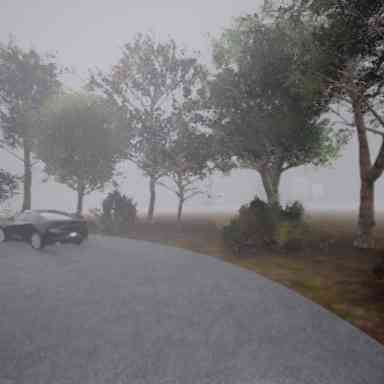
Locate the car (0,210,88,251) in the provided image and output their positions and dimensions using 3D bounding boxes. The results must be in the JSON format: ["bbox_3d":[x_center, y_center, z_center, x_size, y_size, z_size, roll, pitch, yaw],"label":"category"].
[{"bbox_3d":[-6.601,1.510,14.398,5.008,1.535,1.882,0,-1,36],"label":"car"}]
